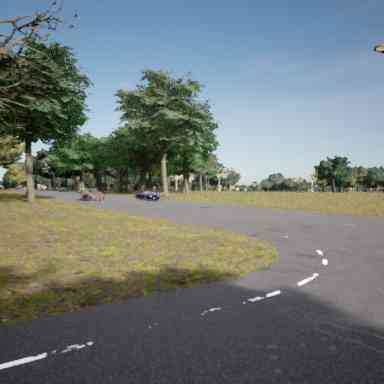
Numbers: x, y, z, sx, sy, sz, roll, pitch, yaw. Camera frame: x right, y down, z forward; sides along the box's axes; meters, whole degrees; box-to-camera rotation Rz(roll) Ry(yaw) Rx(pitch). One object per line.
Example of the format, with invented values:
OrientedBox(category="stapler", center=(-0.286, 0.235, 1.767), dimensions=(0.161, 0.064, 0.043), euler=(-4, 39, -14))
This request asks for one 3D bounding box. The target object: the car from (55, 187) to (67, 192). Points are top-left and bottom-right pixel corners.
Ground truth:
OrientedBox(category="car", center=(-34.248, -0.693, 87.027), dimensions=(2.033, 1.411, 5.357), euler=(-1, 2, -35))

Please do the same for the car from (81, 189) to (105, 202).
OrientedBox(category="car", center=(-13.749, 0.350, 45.922), dimensions=(2.097, 1.767, 4.553), euler=(-1, 2, -35))

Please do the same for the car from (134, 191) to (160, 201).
OrientedBox(category="car", center=(-6.520, 0.549, 47.830), dimensions=(1.895, 1.301, 4.718), euler=(-1, 2, -35))
